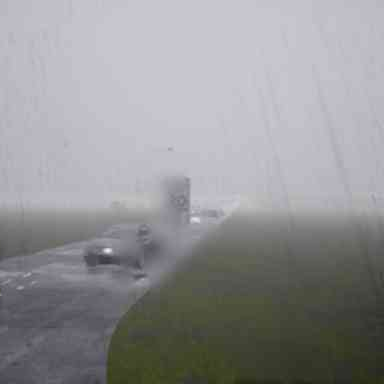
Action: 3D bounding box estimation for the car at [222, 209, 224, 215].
[{"bbox_3d":[3.975,2.967,52.196,1.895,1.301,4.718,0,-1,9],"label":"car"}]

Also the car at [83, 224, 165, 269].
[{"bbox_3d":[-2.337,1.875,12.474,1.994,1.385,4.181,0,-2,9],"label":"car"}]

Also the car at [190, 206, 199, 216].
[{"bbox_3d":[0.470,2.723,47.658,2.128,1.511,4.902,0,-1,9],"label":"car"}]

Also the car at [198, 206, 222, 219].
[{"bbox_3d":[2.373,2.577,41.814,1.882,1.535,5.008,0,-1,9],"label":"car"}]
